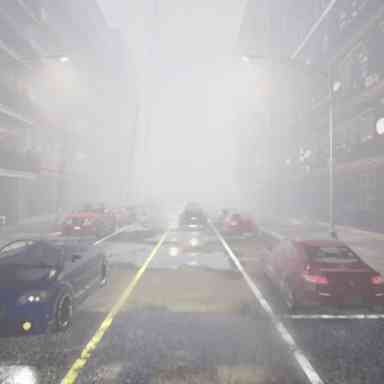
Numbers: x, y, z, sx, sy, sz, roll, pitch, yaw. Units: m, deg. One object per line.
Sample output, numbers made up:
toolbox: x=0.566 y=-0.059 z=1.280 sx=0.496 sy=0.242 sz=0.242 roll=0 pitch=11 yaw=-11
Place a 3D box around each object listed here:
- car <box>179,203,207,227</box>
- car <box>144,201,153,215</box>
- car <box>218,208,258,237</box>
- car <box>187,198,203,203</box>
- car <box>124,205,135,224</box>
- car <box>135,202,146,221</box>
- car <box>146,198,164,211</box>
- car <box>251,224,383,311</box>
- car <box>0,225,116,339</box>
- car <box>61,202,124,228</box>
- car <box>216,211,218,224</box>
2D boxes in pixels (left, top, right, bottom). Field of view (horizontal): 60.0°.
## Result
car: x=0.106 y=1.794 z=24.670 sx=1.994 sy=1.385 sz=4.181 roll=0 pitch=-1 yaw=0
car: x=-5.682 y=1.928 z=36.085 sx=1.802 sy=1.307 sz=4.206 roll=0 pitch=-1 yaw=0
car: x=2.697 y=1.758 z=19.013 sx=1.802 sy=1.307 sz=4.206 roll=0 pitch=-1 yaw=0
car: x=0.106 y=1.882 z=41.589 sx=1.882 sy=1.535 sz=5.008 roll=0 pitch=-1 yaw=0
car: x=-5.683 y=1.755 z=24.537 sx=1.752 sy=1.417 sz=4.829 roll=0 pitch=-1 yaw=0
car: x=-5.682 y=1.854 z=30.397 sx=1.947 sy=1.339 sz=4.313 roll=0 pitch=-1 yaw=0
car: x=-5.679 y=1.784 z=47.467 sx=2.192 sy=1.841 sz=5.009 roll=0 pitch=-1 yaw=0
car: x=2.695 y=1.653 z=7.633 sx=1.802 sy=1.307 sz=4.206 roll=0 pitch=-1 yaw=0
car: x=-3.077 y=1.627 z=6.761 sx=1.994 sy=1.385 sz=4.181 roll=0 pitch=-1 yaw=0
car: x=-5.683 y=1.492 z=19.018 sx=2.192 sy=1.841 sz=5.009 roll=0 pitch=-1 yaw=0
car: x=2.697 y=1.813 z=24.703 sx=1.802 sy=1.307 sz=4.206 roll=0 pitch=-1 yaw=0
